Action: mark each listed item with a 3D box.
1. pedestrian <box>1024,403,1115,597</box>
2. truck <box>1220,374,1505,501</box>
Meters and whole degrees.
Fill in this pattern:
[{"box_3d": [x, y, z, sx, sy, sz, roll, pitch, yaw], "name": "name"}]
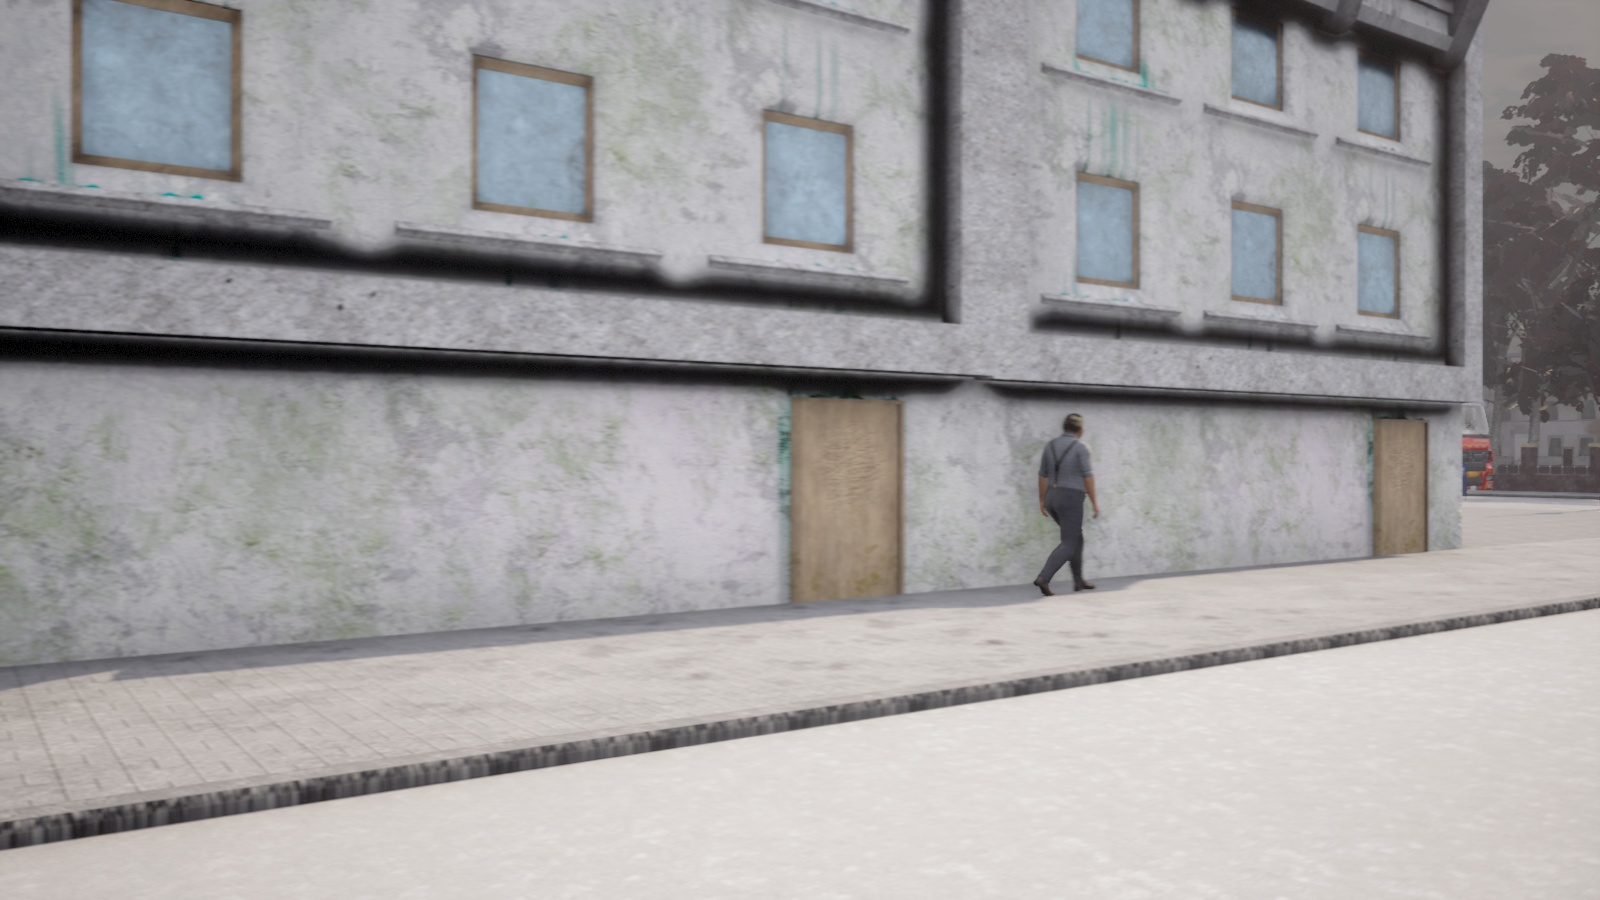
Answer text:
[{"box_3d": [2.656, 0.479, 12.377, 0.694, 1.848, 0.540, 0, 0, -34], "name": "pedestrian"}, {"box_3d": [18.576, -0.356, 42.139, 2.891, 3.827, 8.468, 0, 0, -34], "name": "truck"}]
